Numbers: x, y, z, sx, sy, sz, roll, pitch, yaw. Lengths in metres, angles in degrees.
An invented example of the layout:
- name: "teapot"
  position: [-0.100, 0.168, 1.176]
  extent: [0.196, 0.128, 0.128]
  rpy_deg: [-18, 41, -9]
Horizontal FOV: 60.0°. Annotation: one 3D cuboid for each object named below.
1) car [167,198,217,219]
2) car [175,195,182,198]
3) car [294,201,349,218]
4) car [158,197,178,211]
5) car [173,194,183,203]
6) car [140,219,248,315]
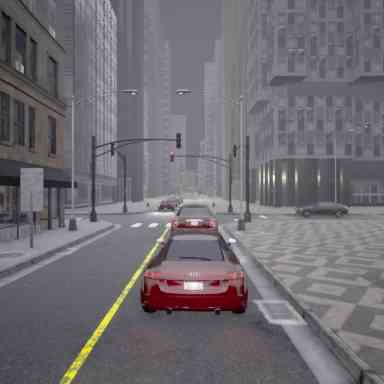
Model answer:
- name: "car"
  position: [0.161, 1.356, 16.275]
  extent: [2.097, 1.767, 4.553]
  rpy_deg: [0, 0, 2]
- name: "car"
  position: [-3.063, 1.580, 50.935]
  extent: [2.033, 1.411, 5.357]
  rpy_deg: [0, 0, 0]
- name: "car"
  position: [11.760, 1.543, 30.318]
  extent: [4.674, 1.442, 1.812]
  rpy_deg: [0, 0, 1]
- name: "car"
  position: [-3.072, 1.624, 41.283]
  extent: [1.895, 1.301, 4.718]
  rpy_deg: [0, 0, 0]
- name: "car"
  position: [-2.959, 1.413, 70.933]
  extent: [2.097, 1.767, 4.553]
  rpy_deg: [0, 0, 0]
- name: "car"
  position: [0.088, 1.565, 7.654]
  extent: [1.994, 1.385, 4.181]
  rpy_deg: [0, 0, 2]
